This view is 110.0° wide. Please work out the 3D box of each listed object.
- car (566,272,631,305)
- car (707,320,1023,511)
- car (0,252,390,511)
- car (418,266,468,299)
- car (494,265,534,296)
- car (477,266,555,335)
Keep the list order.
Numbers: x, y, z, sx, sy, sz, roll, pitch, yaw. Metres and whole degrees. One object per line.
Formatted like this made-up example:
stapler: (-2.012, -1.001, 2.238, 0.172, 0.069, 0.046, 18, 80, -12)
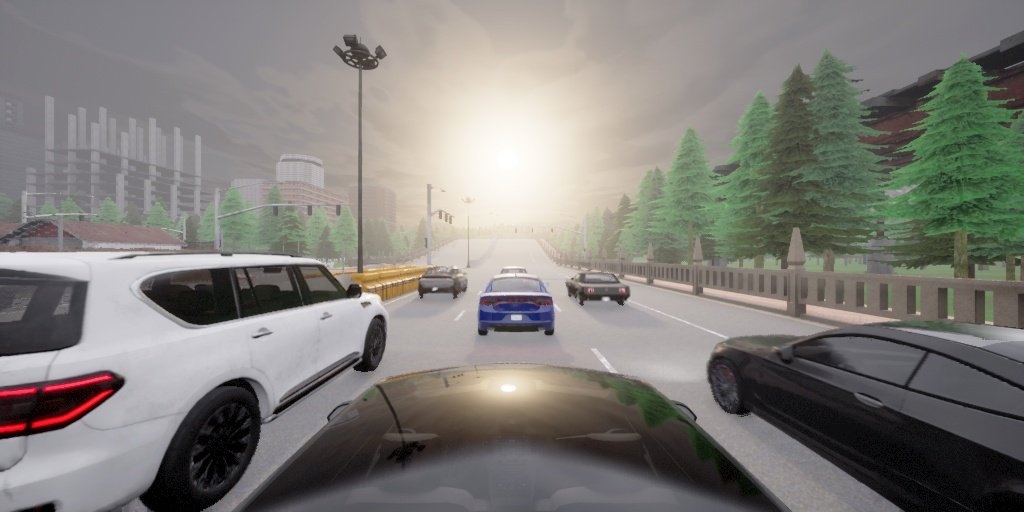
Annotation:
car: (3.604, 1.351, 15.940, 1.895, 1.301, 4.718, 0, 0, 0)
car: (3.598, 1.276, 3.014, 1.812, 1.442, 4.674, 0, 0, 0)
car: (-3.402, 0.974, 4.452, 2.150, 2.045, 5.566, 0, 0, 0)
car: (-3.395, 1.243, 18.244, 2.128, 1.511, 4.902, 0, 0, 0)
car: (0.106, 1.297, 20.568, 2.033, 1.411, 5.357, 0, 0, 0)
car: (0.100, 1.228, 10.497, 1.882, 1.535, 5.008, 0, 0, 0)
